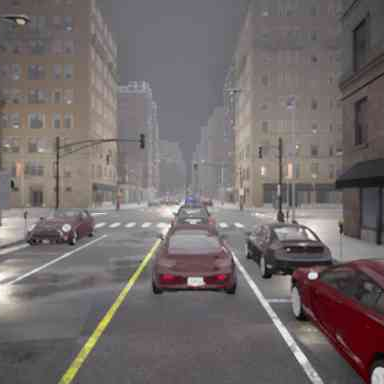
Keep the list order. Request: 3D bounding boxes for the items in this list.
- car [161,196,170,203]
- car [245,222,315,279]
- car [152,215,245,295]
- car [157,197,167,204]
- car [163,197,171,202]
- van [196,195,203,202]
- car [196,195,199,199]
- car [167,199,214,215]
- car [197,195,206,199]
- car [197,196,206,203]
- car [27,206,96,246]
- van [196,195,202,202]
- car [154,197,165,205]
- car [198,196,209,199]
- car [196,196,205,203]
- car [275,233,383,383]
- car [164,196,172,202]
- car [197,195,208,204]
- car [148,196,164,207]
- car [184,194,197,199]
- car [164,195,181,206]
[{"bbox_3d":[-6.465,1.741,81.277,1.967,1.590,4.097,0,0,-1],"label":"car"},{"bbox_3d":[2.648,1.576,9.912,2.008,1.369,4.403,0,0,0],"label":"car"},{"bbox_3d":[0.021,1.548,8.665,1.812,1.442,4.674,0,0,-1],"label":"car"},{"bbox_3d":[-6.332,1.822,70.261,1.802,1.307,4.206,0,0,-1],"label":"car"},{"bbox_3d":[-6.532,1.915,86.783,1.802,1.307,4.206,0,0,-1],"label":"car"},{"bbox_3d":[1.993,1.675,86.880,1.690,1.788,3.998,0,0,-1],"label":"van"},{"bbox_3d":[2.259,1.740,65.022,1.752,1.417,4.829,0,0,-1],"label":"car"},{"bbox_3d":[0.053,1.395,16.753,2.097,1.767,4.553,0,0,0],"label":"car"},{"bbox_3d":[2.328,1.755,59.345,1.947,1.339,4.313,0,0,-1],"label":"car"},{"bbox_3d":[2.127,1.710,75.866,1.967,1.590,4.097,0,0,-1],"label":"car"},{"bbox_3d":[-5.892,1.480,15.377,1.967,1.590,4.097,0,0,0],"label":"car"},{"bbox_3d":[1.926,1.710,92.386,1.690,1.788,3.998,0,0,-1],"label":"van"},{"bbox_3d":[-6.264,1.758,64.753,1.887,1.381,4.507,0,0,-1],"label":"car"},{"bbox_3d":[2.395,1.710,53.838,1.887,1.381,4.507,0,0,-1],"label":"car"},{"bbox_3d":[2.060,1.741,81.372,1.967,1.590,4.097,0,0,-1],"label":"car"},{"bbox_3d":[2.663,1.556,4.421,1.887,1.381,4.507,0,0,0],"label":"car"},{"bbox_3d":[-6.600,1.934,92.291,1.947,1.339,4.313,0,0,-1],"label":"car"},{"bbox_3d":[2.195,1.556,70.359,2.192,1.841,5.009,0,0,-1],"label":"car"},{"bbox_3d":[-6.130,1.716,53.738,2.008,1.369,4.403,0,0,-1],"label":"car"},{"bbox_3d":[-0.314,1.437,65.084,2.150,2.045,5.566,0,0,-1],"label":"car"},{"bbox_3d":[-3.391,1.534,57.781,2.097,1.767,4.553,0,0,0],"label":"car"}]
